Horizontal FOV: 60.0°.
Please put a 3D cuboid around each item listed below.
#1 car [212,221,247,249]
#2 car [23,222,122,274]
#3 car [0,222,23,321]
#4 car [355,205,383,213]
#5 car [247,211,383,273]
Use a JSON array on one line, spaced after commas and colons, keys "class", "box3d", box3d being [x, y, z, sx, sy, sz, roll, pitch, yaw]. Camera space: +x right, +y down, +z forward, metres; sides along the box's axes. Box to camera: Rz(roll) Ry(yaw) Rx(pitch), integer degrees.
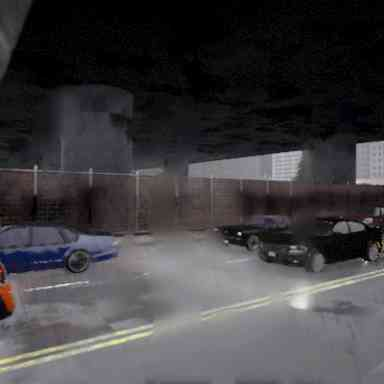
[{"class": "car", "box3d": [3.197, 1.718, 14.611, 4.718, 1.301, 1.895, 1, 0, -34]}, {"class": "car", "box3d": [-4.730, 1.555, 9.214, 5.357, 1.411, 2.033, 1, 0, -34]}, {"class": "car", "box3d": [-5.132, 1.329, 4.708, 4.553, 1.767, 2.097, 1, 0, -34]}, {"class": "car", "box3d": [10.619, 1.572, 19.654, 4.553, 1.767, 2.097, 1, 0, -34]}, {"class": "car", "box3d": [4.426, 1.586, 11.214, 5.008, 1.535, 1.882, 1, 0, -34]}]
